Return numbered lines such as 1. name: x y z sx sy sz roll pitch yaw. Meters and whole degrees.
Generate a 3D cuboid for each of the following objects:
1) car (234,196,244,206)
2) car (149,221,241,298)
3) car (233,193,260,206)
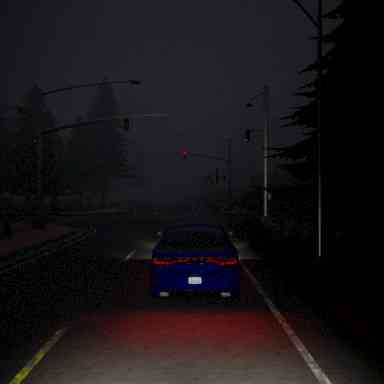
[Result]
1. car: 8.958 1.144 49.548 4.605 1.855 1.932 0 0 0
2. car: 0.079 1.478 8.597 1.882 1.535 5.008 0 0 1
3. car: 8.549 1.146 52.059 3.866 1.878 1.905 0 0 0
